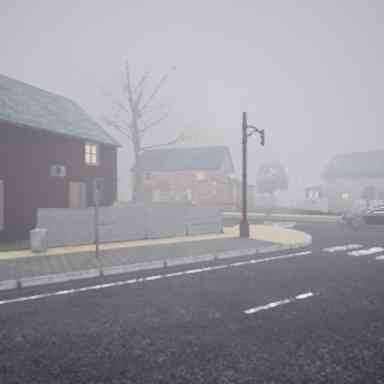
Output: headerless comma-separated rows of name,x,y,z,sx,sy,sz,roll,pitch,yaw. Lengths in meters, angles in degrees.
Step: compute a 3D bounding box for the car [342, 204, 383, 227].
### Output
car,12.609,1.587,21.925,4.902,1.511,2.128,0,2,24
